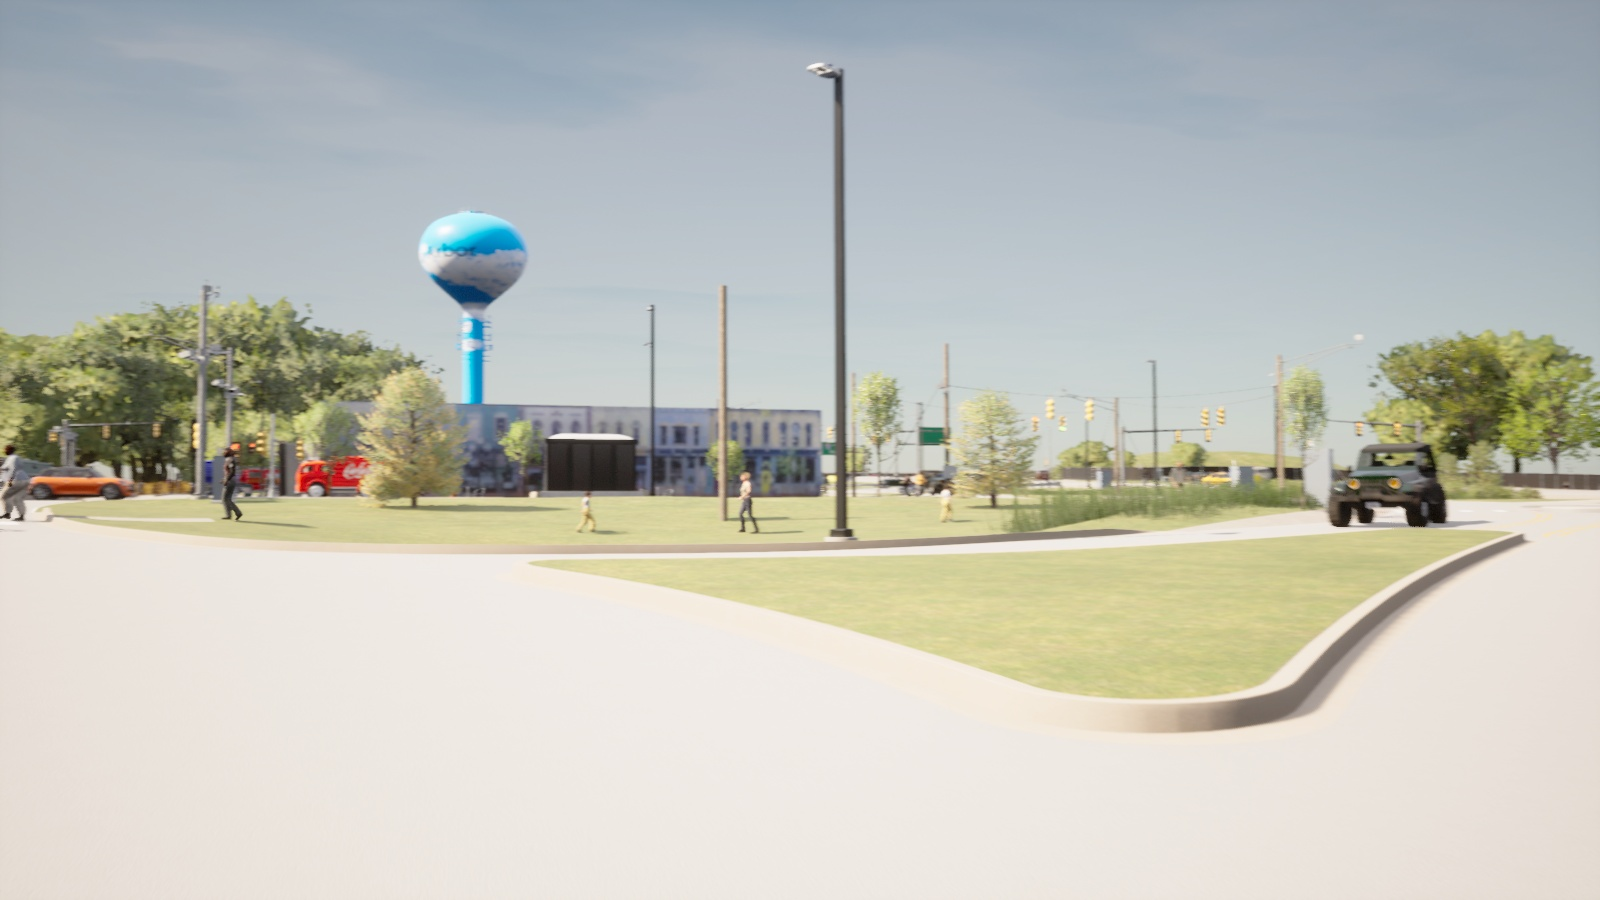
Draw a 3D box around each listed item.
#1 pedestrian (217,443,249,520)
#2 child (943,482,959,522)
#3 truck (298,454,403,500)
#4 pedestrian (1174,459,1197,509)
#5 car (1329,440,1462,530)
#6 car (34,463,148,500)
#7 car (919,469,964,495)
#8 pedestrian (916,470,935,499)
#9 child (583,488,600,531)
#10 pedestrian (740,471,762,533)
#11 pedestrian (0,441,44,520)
[{"bbox_3d":[-14.217,0.797,31.494,0.666,1.930,0.402,1,-3,-21],"label":"pedestrian"},{"bbox_3d":[4.883,1.684,40.639,0.437,1.263,0.270,1,-3,-17],"label":"child"},{"bbox_3d":[-24.832,1.525,69.614,5.204,2.467,2.627,1,-3,-15],"label":"truck"},{"bbox_3d":[14.400,1.285,46.902,0.540,1.848,0.694,0,-3,-12],"label":"pedestrian"},{"bbox_3d":[13.421,0.778,28.211,1.905,1.878,3.866,-2,-2,37],"label":"car"},{"bbox_3d":[-35.087,1.577,62.267,4.553,1.767,2.097,1,-3,-16],"label":"car"},{"bbox_3d":[10.264,2.349,91.398,1.905,1.878,3.866,1,-2,-16],"label":"car"},{"bbox_3d":[8.065,2.224,80.967,0.874,1.855,0.900,1,-3,-22],"label":"pedestrian"},{"bbox_3d":[-6.068,1.729,36.568,0.437,1.263,0.270,1,-3,-20],"label":"child"},{"bbox_3d":[-1.448,1.533,37.045,0.594,1.836,0.345,1,-3,-19],"label":"pedestrian"},{"bbox_3d":[-18.559,0.729,29.759,0.900,1.855,0.874,1,-3,-17],"label":"pedestrian"}]
